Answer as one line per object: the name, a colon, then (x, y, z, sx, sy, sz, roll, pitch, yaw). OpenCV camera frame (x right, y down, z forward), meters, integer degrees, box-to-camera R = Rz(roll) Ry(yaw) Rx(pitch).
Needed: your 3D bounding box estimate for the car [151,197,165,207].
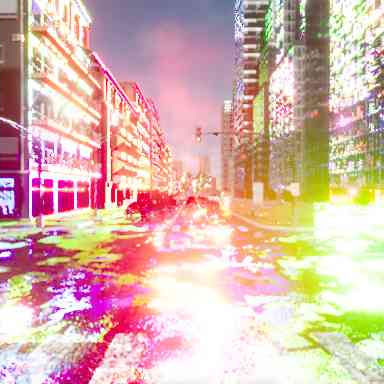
car: (-5.881, 1.777, 57.625, 1.967, 1.590, 4.097, -1, 0, 0)

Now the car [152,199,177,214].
car: (-3.209, 1.788, 38.742, 1.994, 1.385, 4.181, 0, 0, 0)

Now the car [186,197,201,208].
car: (-0.080, 1.870, 55.252, 2.033, 1.411, 5.357, 0, 0, -1)

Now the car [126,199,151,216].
car: (-5.809, 1.747, 35.030, 1.887, 1.381, 4.507, -1, 0, 0)

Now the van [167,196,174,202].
van: (-5.987, 1.887, 91.518, 1.690, 1.788, 3.998, -1, 0, 0)

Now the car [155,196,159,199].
car: (-5.865, 1.618, 51.978, 2.192, 1.841, 5.009, -1, 0, 0)

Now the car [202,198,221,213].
car: (2.520, 1.780, 40.762, 1.887, 1.381, 4.507, -1, 0, 0)

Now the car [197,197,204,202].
car: (2.362, 2.073, 91.772, 1.752, 1.417, 4.829, -1, 0, 0)

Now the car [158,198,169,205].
car: (-5.914, 1.988, 68.923, 1.802, 1.307, 4.206, -1, 0, 0)

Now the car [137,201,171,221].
car: (-3.188, 1.730, 28.816, 1.994, 1.385, 4.181, 0, 0, 0)

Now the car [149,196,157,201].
car: (-5.828, 1.675, 40.679, 1.967, 1.590, 4.097, -1, 0, 0)

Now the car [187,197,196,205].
car: (-0.113, 1.917, 69.516, 1.837, 1.490, 4.892, 0, 0, 0)

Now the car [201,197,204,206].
car: (2.450, 1.923, 63.357, 2.008, 1.369, 4.403, -1, 0, 0)

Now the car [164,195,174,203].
car: (-5.970, 1.826, 85.871, 2.192, 1.841, 5.009, -1, 0, 0)

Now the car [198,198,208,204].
car: (2.415, 1.986, 74.655, 1.887, 1.381, 4.507, -1, 0, 0)

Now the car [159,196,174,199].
car: (-3.239, 1.775, 48.864, 2.128, 1.511, 4.902, 0, 0, 0)
